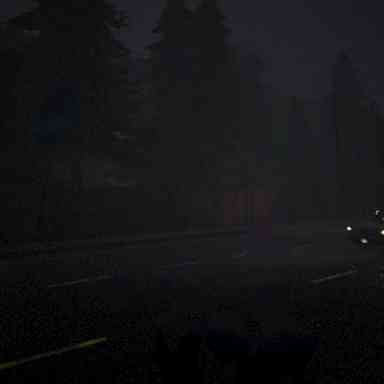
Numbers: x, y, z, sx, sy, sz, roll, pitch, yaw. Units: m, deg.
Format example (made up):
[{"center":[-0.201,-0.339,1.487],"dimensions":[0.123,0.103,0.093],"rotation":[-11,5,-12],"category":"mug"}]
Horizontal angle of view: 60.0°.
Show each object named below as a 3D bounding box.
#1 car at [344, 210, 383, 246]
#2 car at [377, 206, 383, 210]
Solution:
[{"center":[8.475,1.522,13.458],"dimensions":[4.718,1.301,1.895],"rotation":[0,0,-25],"category":"car"},{"center":[13.178,1.104,18.935],"dimensions":[5.566,2.045,2.150],"rotation":[0,0,-15],"category":"car"}]
